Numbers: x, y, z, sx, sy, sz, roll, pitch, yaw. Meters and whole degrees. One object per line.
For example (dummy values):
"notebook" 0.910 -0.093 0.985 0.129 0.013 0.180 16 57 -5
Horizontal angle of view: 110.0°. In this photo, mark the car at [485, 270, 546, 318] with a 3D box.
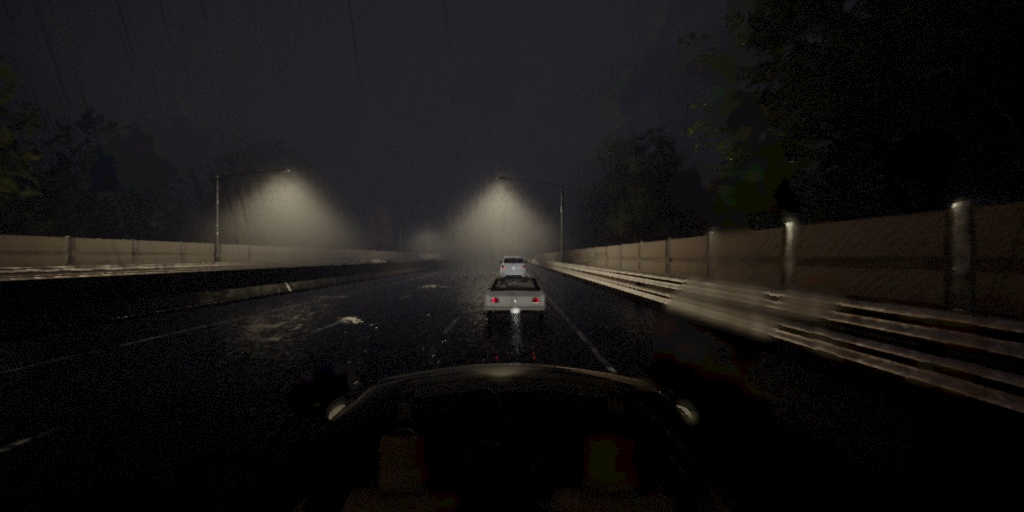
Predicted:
"car" 0.107 1.365 12.965 1.895 1.301 4.718 0 0 0

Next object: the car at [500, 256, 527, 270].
"car" 0.120 1.013 30.845 2.150 2.045 5.566 0 0 0
